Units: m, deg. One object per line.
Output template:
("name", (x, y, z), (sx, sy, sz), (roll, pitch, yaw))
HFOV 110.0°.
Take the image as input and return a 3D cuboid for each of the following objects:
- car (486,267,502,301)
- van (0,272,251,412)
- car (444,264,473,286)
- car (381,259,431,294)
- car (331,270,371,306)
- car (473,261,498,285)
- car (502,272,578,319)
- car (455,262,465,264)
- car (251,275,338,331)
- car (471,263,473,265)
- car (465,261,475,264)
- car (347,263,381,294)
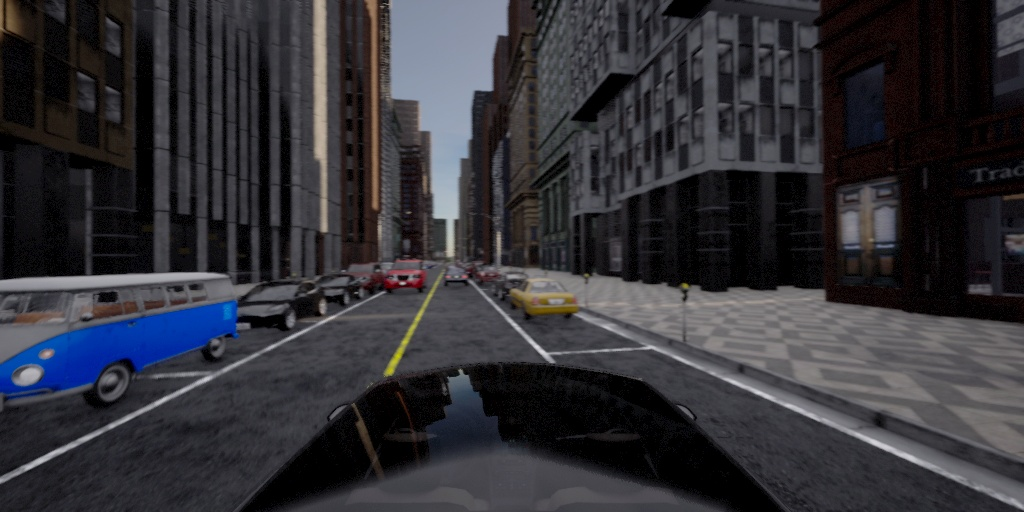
("car", (0.026, 1.464, 18.555), (2.007, 1.370, 4.403), (0, 0, -10))
("van", (-6.435, 1.193, 5.975), (1.690, 1.789, 3.998), (0, 0, -10))
("car", (-4.488, 1.605, 28.870), (2.033, 1.411, 5.357), (0, -1, -9))
("car", (-6.778, 1.247, 23.479), (2.150, 2.045, 5.566), (0, 0, -10))
("car", (-8.370, 1.545, 17.080), (1.948, 1.339, 4.313), (0, 0, -10))
("car", (-1.908, 1.480, 29.659), (1.967, 1.591, 4.097), (0, 0, -10))
("car", (0.964, 1.376, 13.170), (1.751, 1.417, 4.829), (0, 0, -10))
("car", (-6.800, 1.732, 41.920), (1.812, 1.442, 4.674), (0, 0, -9))
("car", (-7.403, 1.481, 11.528), (1.948, 1.339, 4.313), (0, 0, -10))
("car", (-2.875, 1.670, 35.212), (1.948, 1.339, 4.313), (0, 0, -10))
("car", (-3.842, 1.482, 40.764), (2.192, 1.841, 5.009), (0, 0, -10))
("car", (-9.337, 1.357, 22.633), (2.192, 1.841, 5.009), (0, 0, -10))
